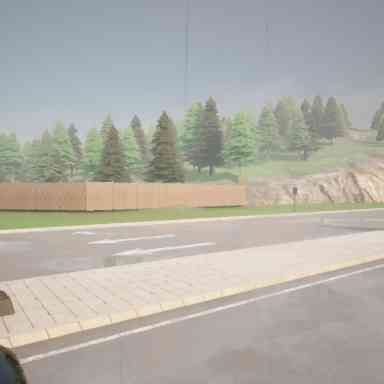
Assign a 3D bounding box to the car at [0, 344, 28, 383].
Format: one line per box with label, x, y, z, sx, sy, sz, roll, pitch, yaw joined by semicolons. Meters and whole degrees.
car;-2.993;1.564;1.625;4.181;1.385;1.994;0;0;-35
